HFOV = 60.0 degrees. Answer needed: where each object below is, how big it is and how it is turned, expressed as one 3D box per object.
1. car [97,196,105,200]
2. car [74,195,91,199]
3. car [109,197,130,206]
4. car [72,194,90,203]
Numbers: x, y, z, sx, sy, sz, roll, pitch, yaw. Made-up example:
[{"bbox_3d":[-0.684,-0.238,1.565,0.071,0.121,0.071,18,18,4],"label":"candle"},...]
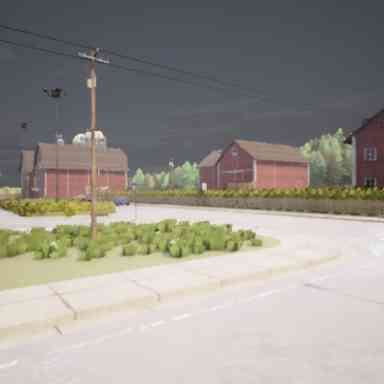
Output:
[{"bbox_3d":[-16.422,1.356,56.655,1.994,1.385,4.181,-1,0,-36],"label":"car"},{"bbox_3d":[-17.112,1.394,51.602,1.994,1.385,4.181,-1,0,-35],"label":"car"},{"bbox_3d":[-10.724,1.355,48.847,1.994,1.385,4.181,-1,0,-35],"label":"car"},{"bbox_3d":[-21.039,1.271,63.052,1.882,1.535,5.008,-1,0,-36],"label":"car"}]
